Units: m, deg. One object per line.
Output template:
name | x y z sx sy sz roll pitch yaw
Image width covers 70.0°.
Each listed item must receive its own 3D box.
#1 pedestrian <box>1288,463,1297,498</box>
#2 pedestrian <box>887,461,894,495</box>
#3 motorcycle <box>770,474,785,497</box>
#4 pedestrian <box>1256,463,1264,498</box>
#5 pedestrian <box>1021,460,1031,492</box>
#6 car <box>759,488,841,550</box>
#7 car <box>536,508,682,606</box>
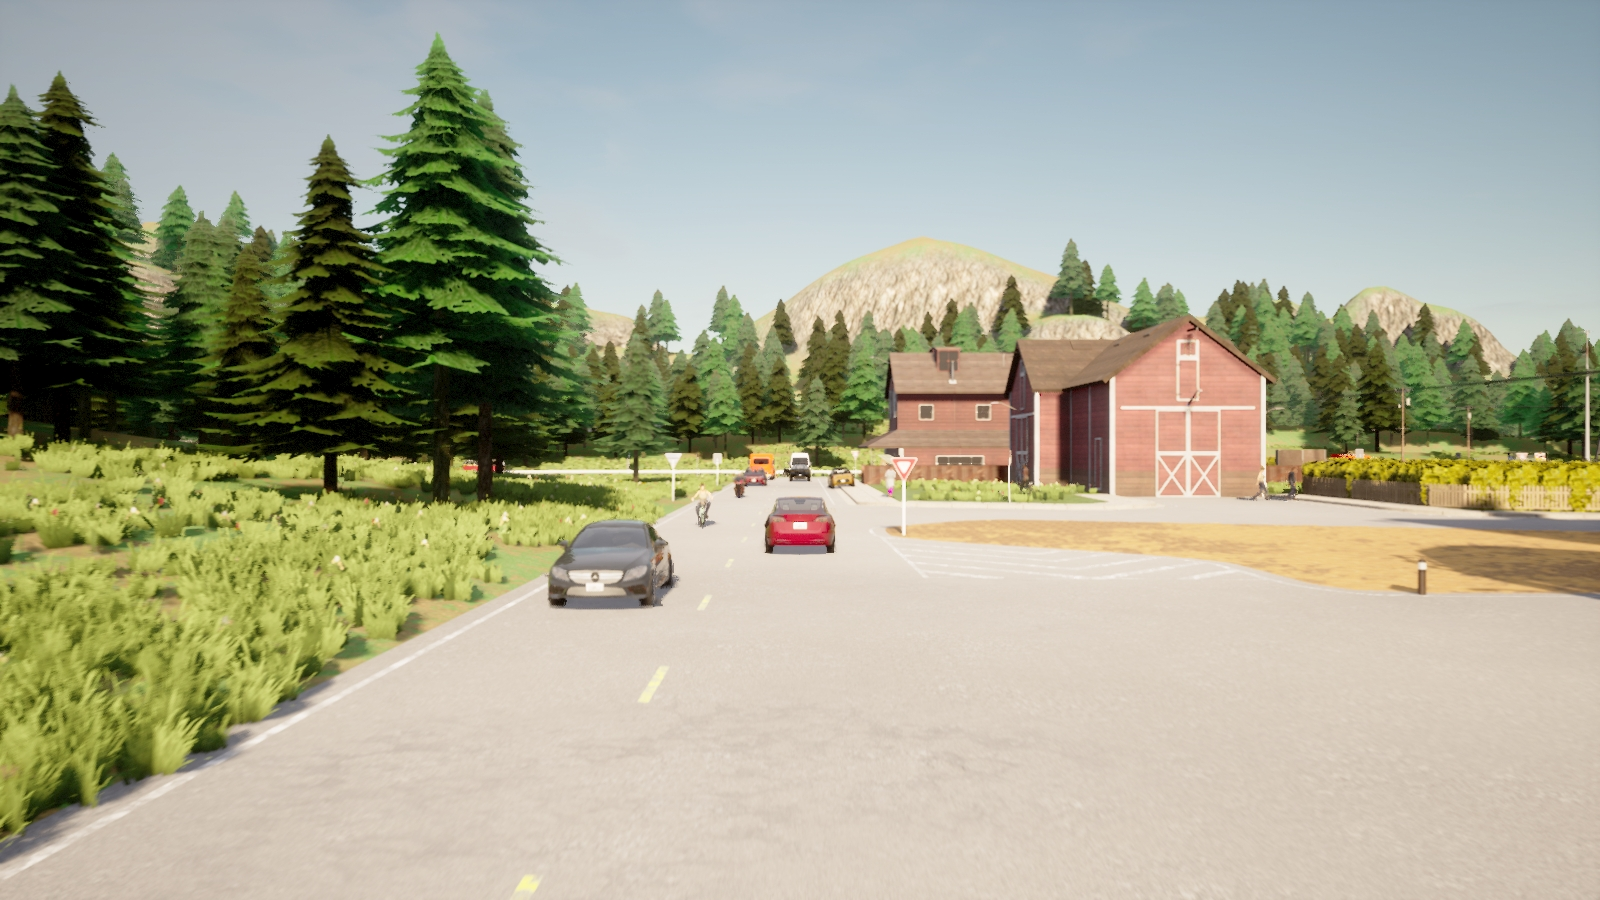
pedestrian | 26.084 1.618 60.488 0.375 1.860 0.375 0 0 11
pedestrian | 4.994 1.556 62.940 0.375 1.860 0.375 0 0 1
motorcycle | -1.300 2.065 66.217 0.867 1.251 2.209 0 0 0
pedestrian | 24.441 1.617 60.694 0.375 1.860 0.375 0 0 29
pedestrian | 12.934 1.491 65.441 0.375 1.860 0.375 0 0 -38
car | 0.002 1.923 32.770 2.163 1.488 4.792 0 0 0
car | -3.504 1.941 21.821 2.002 1.442 4.674 0 0 0
